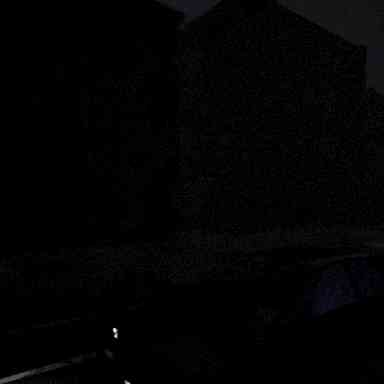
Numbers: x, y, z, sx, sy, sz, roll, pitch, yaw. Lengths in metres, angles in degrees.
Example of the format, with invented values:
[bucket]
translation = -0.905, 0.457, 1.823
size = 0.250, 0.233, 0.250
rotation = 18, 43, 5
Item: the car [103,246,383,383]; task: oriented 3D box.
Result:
[car]
translation = 1.567, 1.557, 4.812
size = 5.357, 1.411, 2.033
rotation = 0, 0, -36
